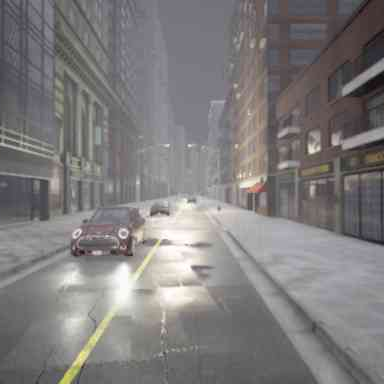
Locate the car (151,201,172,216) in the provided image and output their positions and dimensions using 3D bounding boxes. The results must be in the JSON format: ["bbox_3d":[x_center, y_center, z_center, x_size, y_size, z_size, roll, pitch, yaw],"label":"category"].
[{"bbox_3d":[-3.006,1.637,33.353,2.033,1.411,5.357,0,0,0],"label":"car"}]

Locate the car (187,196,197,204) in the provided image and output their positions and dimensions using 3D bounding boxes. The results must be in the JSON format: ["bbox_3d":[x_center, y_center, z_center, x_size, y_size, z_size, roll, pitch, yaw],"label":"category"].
[{"bbox_3d":[-0.010,1.694,67.465,1.837,1.490,4.892,0,0,0],"label":"car"}]

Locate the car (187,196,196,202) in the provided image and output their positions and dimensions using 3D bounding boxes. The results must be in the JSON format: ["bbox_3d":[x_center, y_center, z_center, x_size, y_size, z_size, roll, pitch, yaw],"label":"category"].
[{"bbox_3d":[-0.011,1.655,77.888,2.033,1.411,5.357,0,0,0],"label":"car"}]

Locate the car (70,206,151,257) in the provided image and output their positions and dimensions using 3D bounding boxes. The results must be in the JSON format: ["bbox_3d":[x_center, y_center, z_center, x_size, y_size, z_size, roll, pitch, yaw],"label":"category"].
[{"bbox_3d":[-3.061,1.383,13.044,2.097,1.767,4.553,0,0,0],"label":"car"}]
